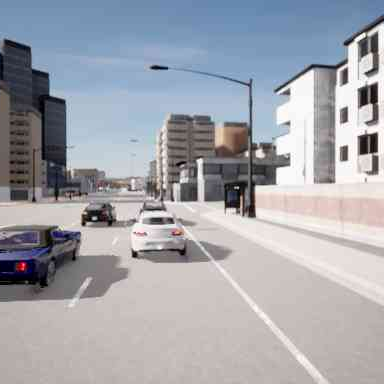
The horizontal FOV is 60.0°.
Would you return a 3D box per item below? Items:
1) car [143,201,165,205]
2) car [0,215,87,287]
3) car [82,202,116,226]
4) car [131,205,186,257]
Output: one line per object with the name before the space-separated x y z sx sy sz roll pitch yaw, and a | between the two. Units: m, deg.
car | -2.559 1.340 22.133 2.128 1.511 4.902 0 0 -8
car | -4.340 1.540 8.957 1.895 1.301 4.718 0 0 -7
car | -6.049 1.377 21.855 1.812 1.442 4.674 0 0 -8
car | -1.292 1.440 12.517 1.812 1.442 4.674 0 0 -7
